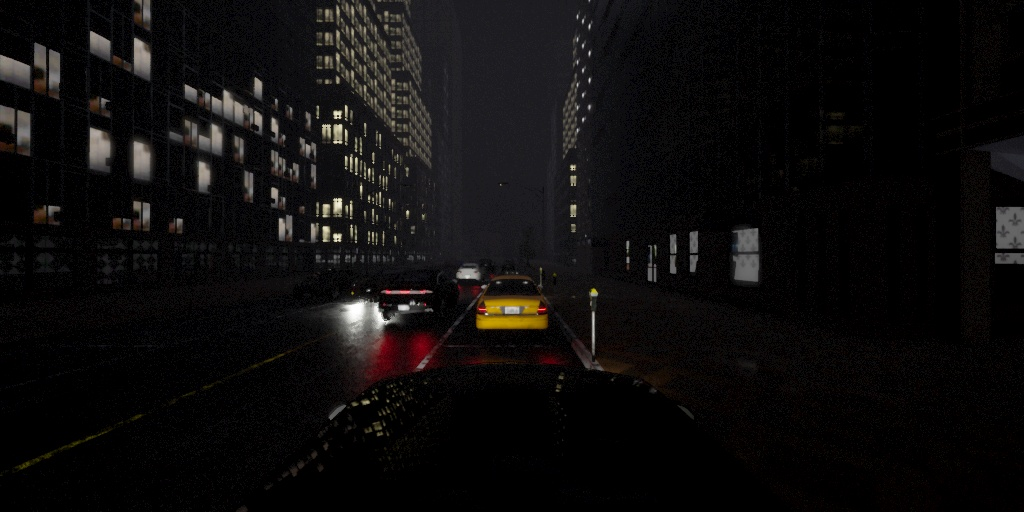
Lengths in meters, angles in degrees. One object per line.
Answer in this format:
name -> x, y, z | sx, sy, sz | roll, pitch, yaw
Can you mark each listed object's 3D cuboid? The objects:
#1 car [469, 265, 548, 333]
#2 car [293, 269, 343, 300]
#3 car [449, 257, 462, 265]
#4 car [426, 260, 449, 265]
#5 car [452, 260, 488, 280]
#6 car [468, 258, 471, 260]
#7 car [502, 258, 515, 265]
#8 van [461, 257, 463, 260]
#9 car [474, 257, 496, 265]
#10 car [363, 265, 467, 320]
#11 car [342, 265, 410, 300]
car -> 0.004, 1.206, 10.689 | 1.801, 1.575, 5.366 | 0, 0, 0
car -> -8.836, 1.313, 17.650 | 1.948, 1.339, 4.313 | 0, 0, 0
car -> -8.836, 1.273, 51.803 | 1.888, 1.381, 4.507 | 0, 0, 0
car -> -8.836, 1.286, 40.419 | 2.007, 1.370, 4.403 | 0, 0, 0
car -> -3.145, 1.269, 27.578 | 1.812, 1.442, 4.674 | 0, 0, 0
car -> -8.836, 1.301, 63.188 | 1.802, 1.307, 4.207 | 0, 0, 0
car -> -0.455, 1.298, 46.099 | 1.948, 1.339, 4.313 | 0, 0, 0
van -> -8.836, 1.064, 57.496 | 1.690, 1.789, 3.998 | 0, 0, 0
car -> -3.046, 1.086, 43.515 | 2.097, 1.767, 4.553 | 0, 0, 0
car -> -3.046, 1.240, 12.510 | 2.128, 1.511, 4.902 | 0, 0, 0
car -> -6.247, 1.311, 17.615 | 1.994, 1.385, 4.181 | 0, 0, 0
